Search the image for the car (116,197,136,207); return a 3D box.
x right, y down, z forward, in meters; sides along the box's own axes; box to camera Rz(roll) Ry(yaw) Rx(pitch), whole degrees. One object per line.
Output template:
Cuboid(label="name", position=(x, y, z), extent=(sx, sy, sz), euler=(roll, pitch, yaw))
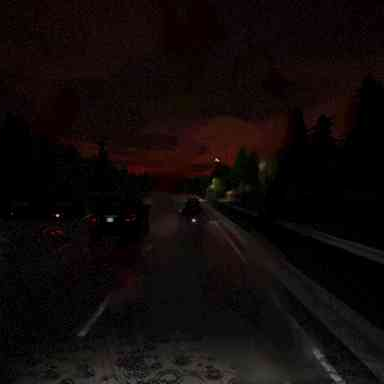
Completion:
Cuboid(label="car", position=(-10.386, 1.563, 52.580), extent=(2.128, 1.511, 4.902), euler=(0, 0, 0))

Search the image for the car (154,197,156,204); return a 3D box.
Cuboid(label="car", position=(-6.882, 1.604, 58.006), extent=(1.812, 1.442, 4.674), euler=(0, 0, 0))

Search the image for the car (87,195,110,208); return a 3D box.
Cuboid(label="car", position=(-13.886, 1.419, 49.650), extent=(2.097, 1.767, 4.553), euler=(0, 0, 0))

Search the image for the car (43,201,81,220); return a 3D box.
Cuboid(label="car", position=(-10.392, 1.545, 28.135), extent=(1.837, 1.490, 4.892), euler=(0, 0, 0))

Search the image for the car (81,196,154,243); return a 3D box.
Cuboid(label="car", position=(-3.396, 1.246, 16.465), extent=(2.150, 2.045, 5.566), euler=(0, 0, 0))

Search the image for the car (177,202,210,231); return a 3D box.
Cuboid(label="car", position=(0.106, 1.593, 20.966), extent=(1.994, 1.385, 4.181), euler=(0, 0, 0))

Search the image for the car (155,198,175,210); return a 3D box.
Cuboid(label="car", position=(-3.387, 1.566, 44.437), extent=(1.837, 1.490, 4.892), euler=(0, 0, 0))

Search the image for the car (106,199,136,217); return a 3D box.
Cuboid(label="car", position=(-6.892, 1.522, 32.963), extent=(1.882, 1.535, 5.008), euler=(0, 0, 0))

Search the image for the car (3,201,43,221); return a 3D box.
Cuboid(label="car", position=(-13.893, 1.516, 28.106), extent=(1.882, 1.535, 5.008), euler=(0, 0, 0))

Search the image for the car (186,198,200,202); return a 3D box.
Cuboid(label="car", position=(0.113, 1.543, 48.725), extent=(1.882, 1.535, 5.008), euler=(0, 0, 0))
